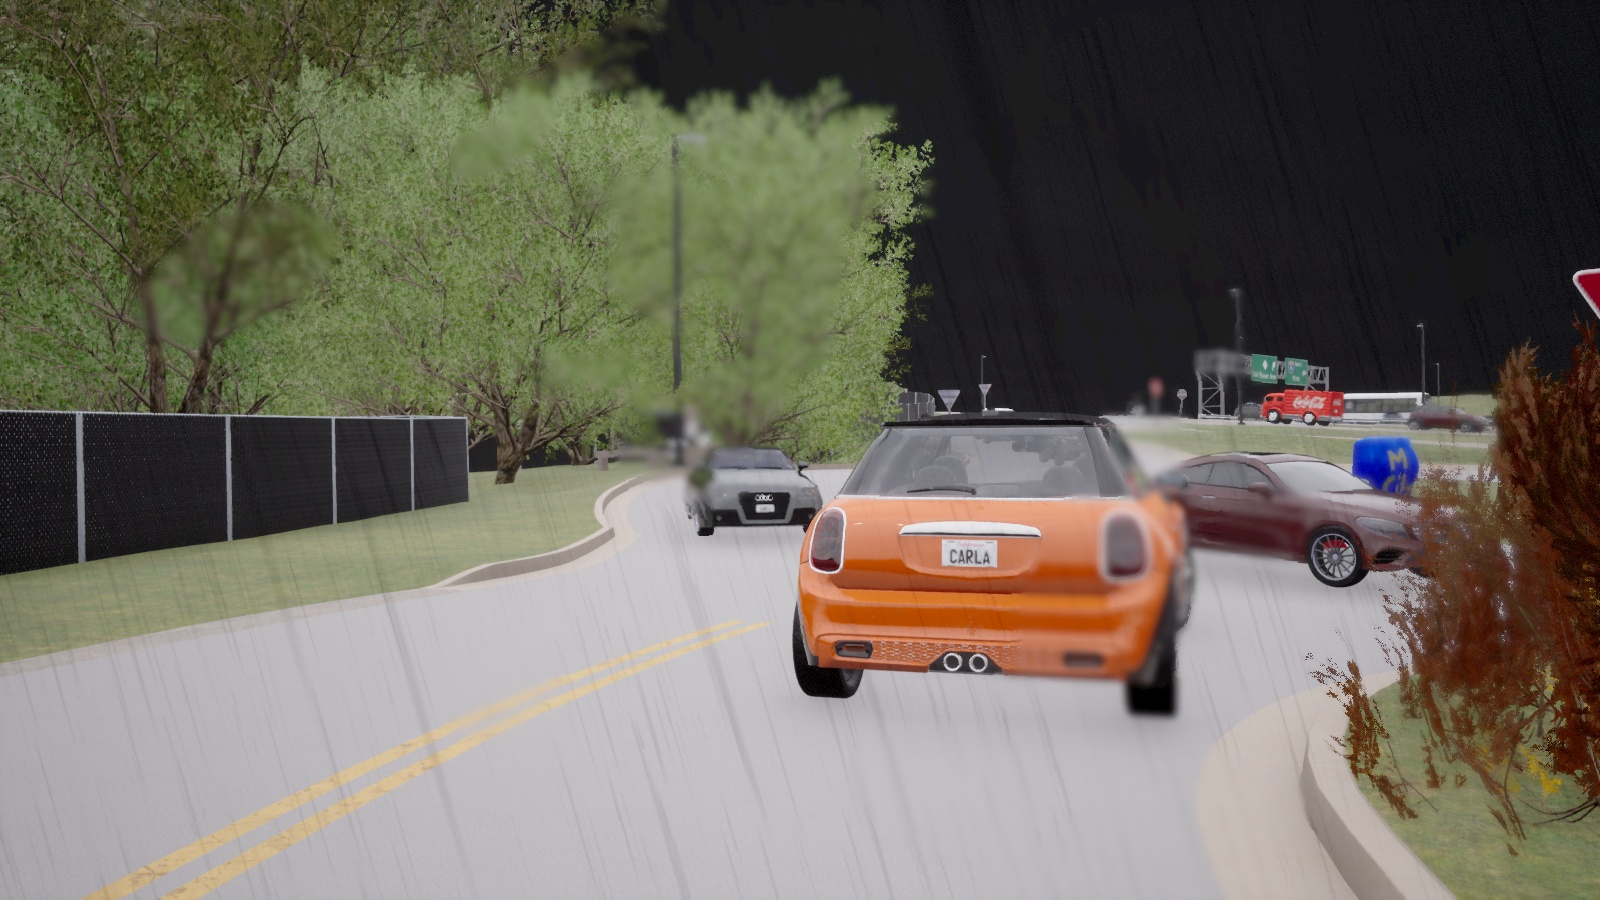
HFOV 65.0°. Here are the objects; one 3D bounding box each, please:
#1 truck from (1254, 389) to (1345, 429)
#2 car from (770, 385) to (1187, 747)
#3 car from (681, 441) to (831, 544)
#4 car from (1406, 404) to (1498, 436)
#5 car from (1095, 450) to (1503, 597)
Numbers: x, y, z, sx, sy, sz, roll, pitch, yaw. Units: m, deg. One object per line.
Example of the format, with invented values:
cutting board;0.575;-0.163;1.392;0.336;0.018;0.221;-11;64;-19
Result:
truck;35.273;-2.933;88.752;2.627;2.467;5.204;0;4;-43
car;1.532;0.548;8.610;2.097;1.767;4.553;0;0;18
car;-0.860;0.631;21.341;1.994;1.385;4.181;0;3;-10
car;40.531;-1.871;78.152;2.097;1.767;4.553;0;3;-43
car;5.969;0.773;15.704;1.812;1.442;4.674;-1;2;-28
